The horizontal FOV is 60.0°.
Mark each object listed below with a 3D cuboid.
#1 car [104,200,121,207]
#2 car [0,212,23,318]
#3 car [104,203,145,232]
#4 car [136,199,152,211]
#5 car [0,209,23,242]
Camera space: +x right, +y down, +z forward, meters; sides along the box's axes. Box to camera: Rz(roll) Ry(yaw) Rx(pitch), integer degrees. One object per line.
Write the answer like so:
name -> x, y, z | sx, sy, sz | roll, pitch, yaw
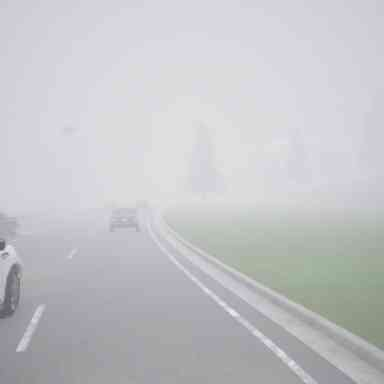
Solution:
car -> -9.836, 1.778, 42.213 | 1.882, 1.535, 5.008 | -1, 0, -2
car -> -4.001, 1.320, 4.357 | 2.150, 2.045, 5.566 | -1, 0, -13
car -> -4.318, 1.685, 21.644 | 2.033, 1.411, 5.357 | -1, 0, -10
car -> -6.357, 1.728, 43.469 | 1.837, 1.490, 4.892 | -1, 0, -1
car -> -10.712, 1.780, 17.559 | 1.837, 1.490, 4.892 | -1, 0, -11
